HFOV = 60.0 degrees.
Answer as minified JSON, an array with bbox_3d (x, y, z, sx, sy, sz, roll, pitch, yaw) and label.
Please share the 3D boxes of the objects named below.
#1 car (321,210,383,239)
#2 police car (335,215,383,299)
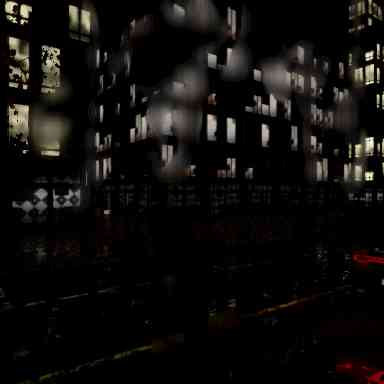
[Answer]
[{"bbox_3d":[8.140,1.563,16.226,4.313,1.339,1.947,0,0,-36],"label":"car"},{"bbox_3d":[5.633,1.424,7.451,5.238,1.638,1.930,0,0,-35],"label":"police car"}]
